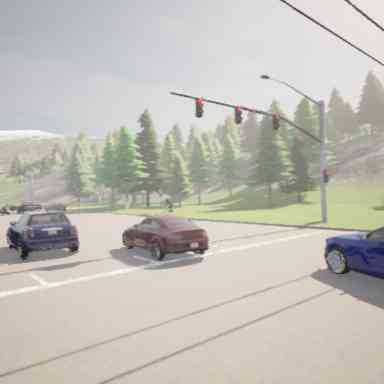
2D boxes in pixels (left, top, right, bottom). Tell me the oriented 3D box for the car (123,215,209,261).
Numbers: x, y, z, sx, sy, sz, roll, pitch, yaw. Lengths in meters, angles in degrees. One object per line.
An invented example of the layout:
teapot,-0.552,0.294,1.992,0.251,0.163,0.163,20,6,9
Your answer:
car,-1.121,1.594,12.731,1.812,1.442,4.674,-1,0,-31

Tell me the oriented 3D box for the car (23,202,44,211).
car,-27.504,2.466,57.717,2.033,1.411,5.357,-1,0,-39

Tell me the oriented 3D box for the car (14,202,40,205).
car,-23.273,2.263,47.009,2.128,1.511,4.902,-1,0,-39

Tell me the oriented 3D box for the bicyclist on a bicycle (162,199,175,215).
bicyclist on a bicycle,-2.321,1.462,32.823,1.656,1.620,0.582,-2,0,-39

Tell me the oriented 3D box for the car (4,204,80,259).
car,-6.396,1.567,14.087,2.097,1.767,4.553,-2,0,-35

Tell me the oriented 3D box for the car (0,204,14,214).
car,-25.635,2.429,44.367,1.895,1.301,4.718,-1,0,-39

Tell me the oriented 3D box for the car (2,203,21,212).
car,-29.971,2.579,55.200,1.895,1.301,4.718,-1,0,-39

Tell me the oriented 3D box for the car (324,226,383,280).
car,5.139,1.360,7.474,1.882,1.535,5.008,-1,0,-18
